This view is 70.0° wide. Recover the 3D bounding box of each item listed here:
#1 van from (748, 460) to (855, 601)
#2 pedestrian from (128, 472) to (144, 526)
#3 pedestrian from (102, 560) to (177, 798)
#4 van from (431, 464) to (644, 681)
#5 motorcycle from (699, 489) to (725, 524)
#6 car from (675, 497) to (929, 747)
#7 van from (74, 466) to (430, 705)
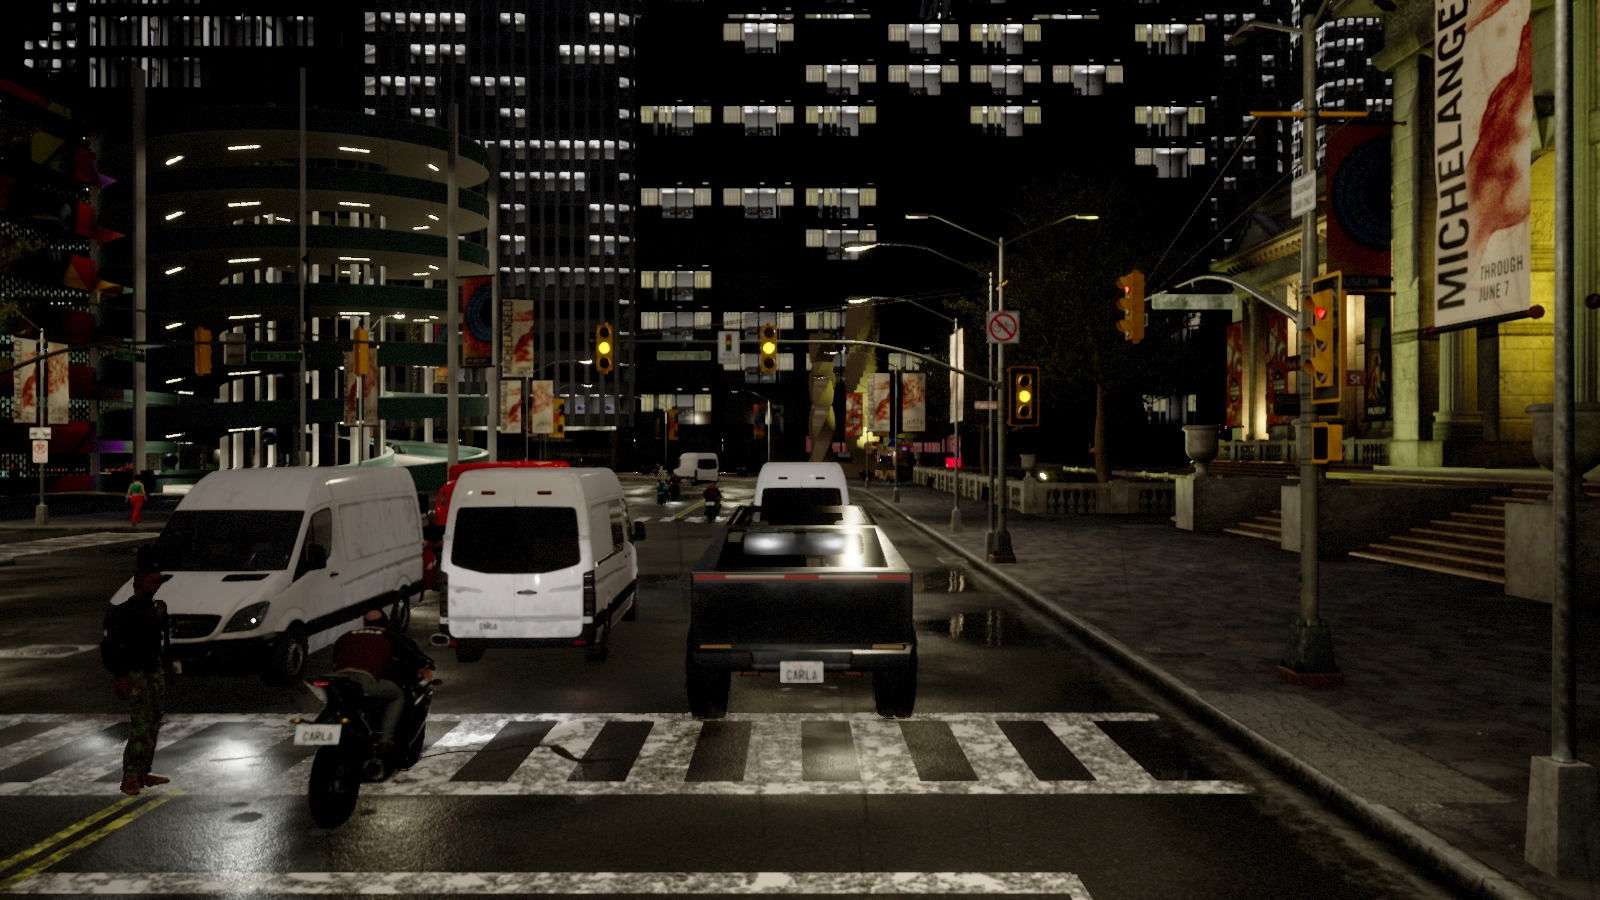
[{"bbox_3d":[0.023,1.529,24.180,1.988,2.561,5.915,0,0,0],"label":"van"},{"bbox_3d":[-23.092,1.691,39.734,0.375,1.860,0.375,0,0,-15],"label":"pedestrian"},{"bbox_3d":[-5.390,1.846,9.328,0.375,1.860,0.375,0,0,11],"label":"pedestrian"},{"bbox_3d":[-3.613,1.531,16.935,1.988,2.561,5.915,0,0,-2],"label":"van"},{"bbox_3d":[-3.441,2.196,44.831,0.867,1.251,2.209,0,0,0],"label":"motorcycle"},{"bbox_3d":[0.021,1.750,13.911,2.390,2.098,6.274,0,0,0],"label":"car"},{"bbox_3d":[-6.989,1.532,15.533,1.988,2.561,5.915,0,0,0],"label":"van"}]
